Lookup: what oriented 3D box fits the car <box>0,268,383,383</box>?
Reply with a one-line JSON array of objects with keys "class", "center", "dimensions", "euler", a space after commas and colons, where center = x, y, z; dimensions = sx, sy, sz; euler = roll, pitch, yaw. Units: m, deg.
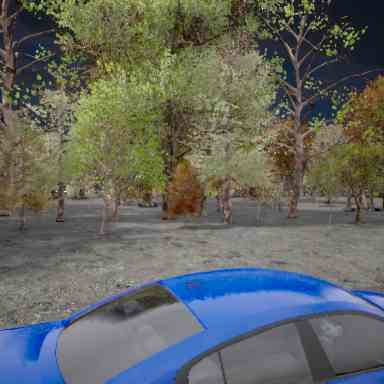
[{"class": "car", "center": [0.784, 1.478, 2.945], "dimensions": [5.008, 1.535, 1.882], "euler": [0, 0, -21]}]
